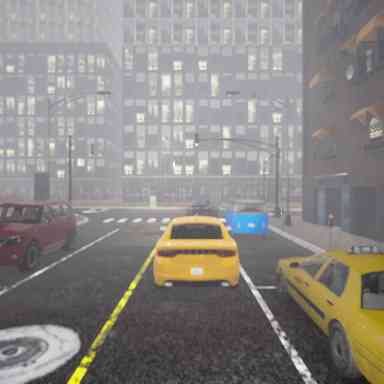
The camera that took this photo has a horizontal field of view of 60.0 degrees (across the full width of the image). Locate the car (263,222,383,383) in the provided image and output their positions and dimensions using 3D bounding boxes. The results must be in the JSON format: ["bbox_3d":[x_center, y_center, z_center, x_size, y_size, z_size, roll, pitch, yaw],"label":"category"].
[{"bbox_3d":[2.573,1.478,5.222,1.752,1.417,4.829,0,0,0],"label":"car"}]

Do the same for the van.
[{"bbox_3d":[2.583,1.198,16.331,1.690,1.788,3.998,0,0,0],"label":"van"}]

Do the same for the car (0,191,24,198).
[{"bbox_3d":[-20.843,0.785,36.325,5.009,1.841,2.192,1,0,0],"label":"car"}]

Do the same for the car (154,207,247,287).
[{"bbox_3d":[0.109,1.397,9.076,1.882,1.535,5.008,0,1,0],"label":"car"}]

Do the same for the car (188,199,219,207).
[{"bbox_3d":[0.878,1.276,24.543,2.128,1.511,4.902,1,1,13],"label":"car"}]

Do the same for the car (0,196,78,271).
[{"bbox_3d":[-5.302,1.220,10.698,2.192,1.841,5.009,0,0,0],"label":"car"}]
